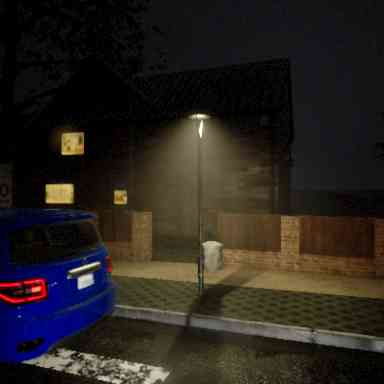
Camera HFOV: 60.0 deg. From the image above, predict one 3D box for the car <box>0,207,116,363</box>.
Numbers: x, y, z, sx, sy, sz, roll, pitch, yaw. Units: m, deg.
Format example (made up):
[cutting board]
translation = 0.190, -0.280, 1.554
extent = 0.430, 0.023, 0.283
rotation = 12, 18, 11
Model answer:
[car]
translation = -3.900, 1.279, 5.209
extent = 5.566, 2.045, 2.150
rotation = -1, -1, 20
